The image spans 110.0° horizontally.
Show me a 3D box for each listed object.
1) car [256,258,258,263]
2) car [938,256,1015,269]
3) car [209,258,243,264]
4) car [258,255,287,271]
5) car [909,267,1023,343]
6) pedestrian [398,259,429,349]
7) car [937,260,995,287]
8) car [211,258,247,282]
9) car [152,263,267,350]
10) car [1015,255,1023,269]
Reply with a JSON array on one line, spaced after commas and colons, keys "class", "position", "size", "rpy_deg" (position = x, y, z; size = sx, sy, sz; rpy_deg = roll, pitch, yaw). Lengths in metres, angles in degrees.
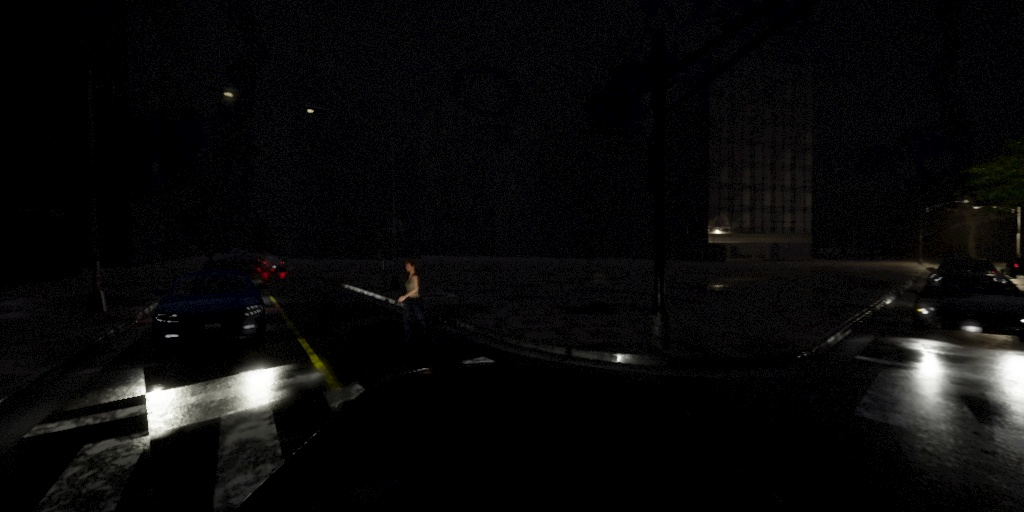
[{"class": "car", "position": [-29.823, 0.638, 43.474], "size": [1.812, 1.442, 4.674], "rpy_deg": [-1, 1, -37]}, {"class": "car", "position": [19.787, 0.889, 15.635], "size": [4.553, 1.767, 2.097], "rpy_deg": [-1, 1, -39]}, {"class": "car", "position": [-13.756, 1.030, 17.261], "size": [1.837, 1.490, 4.892], "rpy_deg": [-1, 1, -37]}, {"class": "car", "position": [-23.611, 0.763, 35.389], "size": [1.812, 1.442, 4.674], "rpy_deg": [-1, 1, -37]}, {"class": "car", "position": [12.085, 1.176, 9.468], "size": [5.357, 1.411, 2.033], "rpy_deg": [-1, 1, -39]}, {"class": "pedestrian", "position": [-1.978, 0.940, 7.229], "size": [0.375, 1.860, 0.375], "rpy_deg": [-1, 1, -37]}, {"class": "car", "position": [27.968, 0.985, 22.153], "size": [5.357, 1.411, 2.033], "rpy_deg": [-1, 1, -38]}, {"class": "car", "position": [-20.036, 0.911, 25.519], "size": [1.837, 1.490, 4.892], "rpy_deg": [-1, 1, -37]}, {"class": "car", "position": [-7.577, 1.120, 9.158], "size": [1.882, 1.535, 5.008], "rpy_deg": [-1, 1, -39]}, {"class": "car", "position": [37.685, 0.718, 25.993], "size": [4.553, 1.767, 2.097], "rpy_deg": [-1, 1, -39]}]
